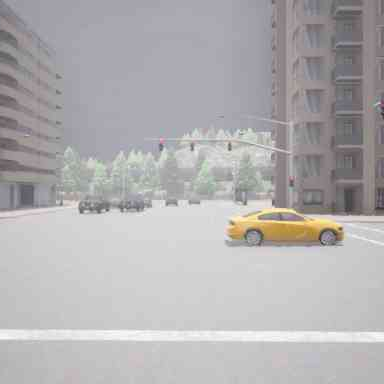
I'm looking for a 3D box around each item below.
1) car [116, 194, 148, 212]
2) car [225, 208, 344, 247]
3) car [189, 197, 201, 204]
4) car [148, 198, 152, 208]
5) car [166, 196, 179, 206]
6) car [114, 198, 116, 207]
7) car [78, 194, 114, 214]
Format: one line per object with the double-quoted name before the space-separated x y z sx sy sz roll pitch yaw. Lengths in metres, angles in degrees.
"car" -7.009 1.221 39.418 2.150 2.045 5.566 0 0 0
"car" 3.960 1.477 14.507 5.008 1.535 1.882 0 0 1
"car" 0.476 1.564 61.497 1.994 1.385 4.181 0 0 5
"car" -6.974 1.526 48.947 1.812 1.442 4.674 0 0 0
"car" -3.286 1.505 54.671 1.837 1.490 4.892 0 0 0
"car" -10.489 1.526 45.817 1.812 1.442 4.674 0 0 0
"car" -10.517 1.221 36.213 2.150 2.045 5.566 0 0 0
